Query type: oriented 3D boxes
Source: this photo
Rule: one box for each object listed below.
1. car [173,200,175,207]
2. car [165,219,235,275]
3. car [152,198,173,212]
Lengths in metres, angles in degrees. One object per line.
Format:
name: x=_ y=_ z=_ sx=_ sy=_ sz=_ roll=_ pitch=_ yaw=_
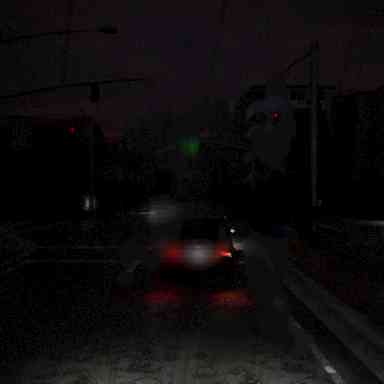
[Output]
car: x=-3.584 y=1.552 z=49.347 sx=1.812 sy=1.442 sz=4.674 roll=0 pitch=0 yaw=0
car: x=0.369 y=1.553 z=10.494 sx=2.033 sy=1.411 sz=5.357 roll=0 pitch=0 yaw=4
car: x=-3.602 y=1.547 z=39.607 sx=1.812 sy=1.442 sz=4.674 roll=0 pitch=0 yaw=0
